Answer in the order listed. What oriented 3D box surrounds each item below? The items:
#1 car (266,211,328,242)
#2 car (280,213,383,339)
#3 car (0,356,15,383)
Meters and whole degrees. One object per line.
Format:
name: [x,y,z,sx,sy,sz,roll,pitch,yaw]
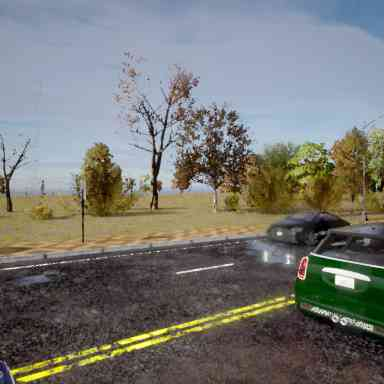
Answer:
car: [5.345,1.561,15.070,4.181,1.385,1.994,0,0,-33]
car: [4.027,1.351,6.137,4.553,1.767,2.097,0,0,-34]
car: [-3.061,1.352,1.199,4.553,1.767,2.097,0,0,-36]
